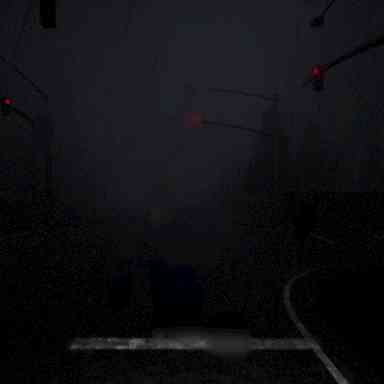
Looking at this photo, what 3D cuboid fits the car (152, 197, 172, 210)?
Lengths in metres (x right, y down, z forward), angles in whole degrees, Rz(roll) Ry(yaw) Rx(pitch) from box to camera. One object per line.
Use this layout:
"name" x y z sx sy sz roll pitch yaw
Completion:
"car" -3.417 1.291 38.889 1.994 1.385 4.181 0 0 0

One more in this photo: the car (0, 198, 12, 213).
"car" -17.642 1.130 29.005 2.007 1.523 4.514 0 0 1

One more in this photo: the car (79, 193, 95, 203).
"car" -17.340 0.983 55.037 1.845 1.501 3.633 0 0 1

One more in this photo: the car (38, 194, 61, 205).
"car" -20.409 1.044 47.653 1.970 1.475 3.806 0 0 1
